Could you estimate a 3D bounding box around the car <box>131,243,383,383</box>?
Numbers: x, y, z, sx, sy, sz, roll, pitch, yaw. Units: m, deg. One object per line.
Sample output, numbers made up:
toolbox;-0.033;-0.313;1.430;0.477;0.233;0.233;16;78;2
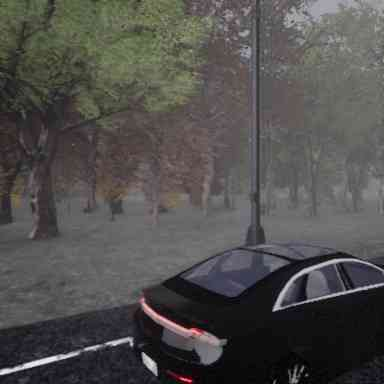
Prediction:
car;1.590;1.494;4.656;4.902;1.511;2.128;0;0;-34
